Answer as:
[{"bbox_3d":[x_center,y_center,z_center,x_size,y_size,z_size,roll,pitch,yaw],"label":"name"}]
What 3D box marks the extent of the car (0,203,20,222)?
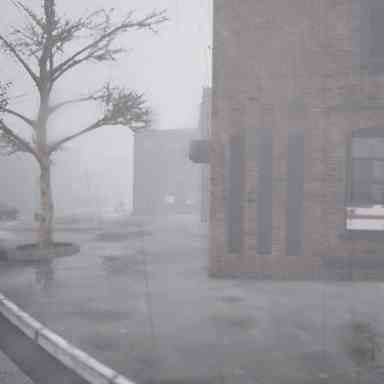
[{"bbox_3d":[-16.011,1.660,27.661,2.128,1.511,4.902,1,-1,-8],"label":"car"}]
